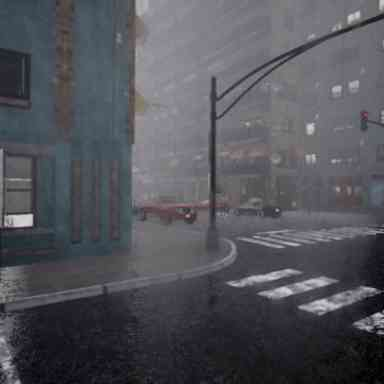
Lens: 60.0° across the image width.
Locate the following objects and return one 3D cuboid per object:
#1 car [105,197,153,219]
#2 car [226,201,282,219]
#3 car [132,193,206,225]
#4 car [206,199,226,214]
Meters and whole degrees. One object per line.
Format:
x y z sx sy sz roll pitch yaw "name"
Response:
-4.982 1.182 25.903 1.887 1.381 4.507 2 0 -36 "car"
5.094 1.353 26.274 1.947 1.339 4.313 2 0 -36 "car"
-1.709 1.033 21.392 2.192 1.841 5.009 2 0 -36 "car"
1.827 1.288 30.786 1.802 1.307 4.206 2 0 -36 "car"
